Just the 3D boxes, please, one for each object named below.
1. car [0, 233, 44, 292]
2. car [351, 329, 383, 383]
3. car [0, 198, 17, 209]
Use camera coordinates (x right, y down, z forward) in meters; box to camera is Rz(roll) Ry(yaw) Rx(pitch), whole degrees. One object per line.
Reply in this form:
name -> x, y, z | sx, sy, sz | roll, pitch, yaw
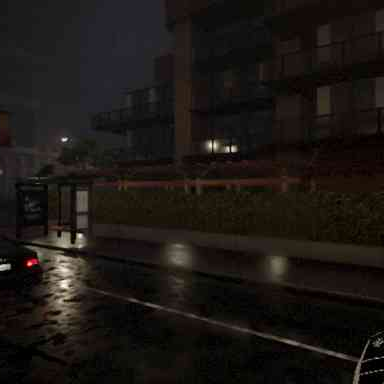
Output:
car -> -5.768, 1.547, 8.061 | 5.357, 1.411, 2.033 | 0, 0, 36
car -> 3.270, 1.355, 1.676 | 4.553, 1.767, 2.097 | 0, 0, 35
car -> -24.743, 1.543, 42.830 | 2.033, 1.411, 5.357 | 0, 0, 35
